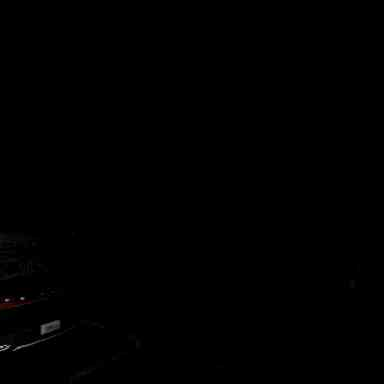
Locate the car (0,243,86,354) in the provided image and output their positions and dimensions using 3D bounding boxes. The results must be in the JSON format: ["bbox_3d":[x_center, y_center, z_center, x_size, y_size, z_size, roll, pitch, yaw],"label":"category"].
[{"bbox_3d":[-3.646,1.550,5.673,4.403,1.369,2.008,0,0,35],"label":"car"}]
